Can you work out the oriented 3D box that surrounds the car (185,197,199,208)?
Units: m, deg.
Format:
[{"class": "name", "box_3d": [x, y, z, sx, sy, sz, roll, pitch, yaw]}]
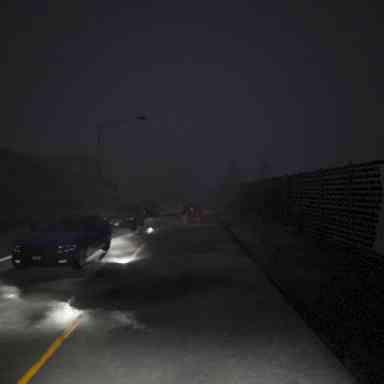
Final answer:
[{"class": "car", "box_3d": [0.027, 1.503, 47.570, 1.812, 1.442, 4.674, 0, 0, 1]}]

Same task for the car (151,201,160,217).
[{"class": "car", "box_3d": [-3.998, 1.533, 30.848, 2.033, 1.411, 5.357, 0, 0, 0]}]

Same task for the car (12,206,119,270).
[{"class": "car", "box_3d": [-4.093, 1.472, 11.274, 1.882, 1.535, 5.008, 0, 0, 0]}]

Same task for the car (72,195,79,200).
[{"class": "car", "box_3d": [-17.274, 1.113, 45.247, 3.633, 1.501, 1.845, 0, 0, 0]}]

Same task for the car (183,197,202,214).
[{"class": "car", "box_3d": [0.004, 1.509, 35.030, 1.812, 1.442, 4.674, 0, 0, 0]}]

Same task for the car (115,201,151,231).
[{"class": "car", "box_3d": [-4.064, 1.482, 20.540, 2.128, 1.511, 4.902, 0, 0, 0]}]
